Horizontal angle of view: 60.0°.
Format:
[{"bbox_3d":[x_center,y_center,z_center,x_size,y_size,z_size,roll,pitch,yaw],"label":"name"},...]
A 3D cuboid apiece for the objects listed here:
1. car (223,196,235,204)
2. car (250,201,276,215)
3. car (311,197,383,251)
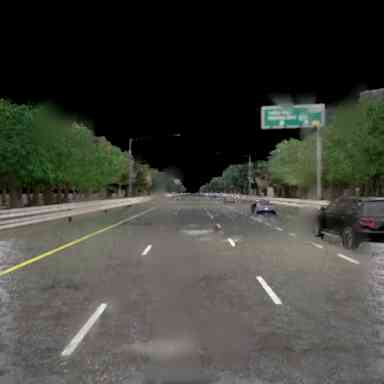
[{"bbox_3d":[7.130,1.517,64.467,2.033,1.411,5.357,0,0,0],"label":"car"},{"bbox_3d":[7.056,1.554,33.478,1.994,1.385,4.181,0,0,0],"label":"car"},{"bbox_3d":[7.013,1.221,14.272,2.150,2.045,5.566,0,0,0],"label":"car"}]
